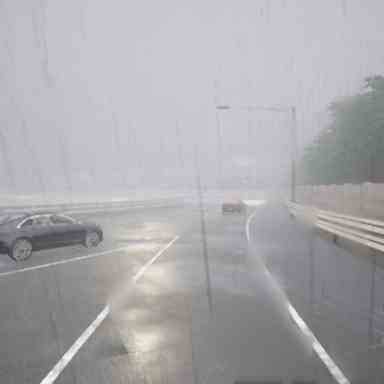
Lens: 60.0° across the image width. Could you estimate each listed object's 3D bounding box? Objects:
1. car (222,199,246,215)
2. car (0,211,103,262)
[{"bbox_3d":[4.390,1.502,34.470,1.882,1.535,5.008,1,0,17],"label":"car"},{"bbox_3d":[-5.421,1.465,12.163,2.128,1.511,4.902,0,0,30],"label":"car"}]
